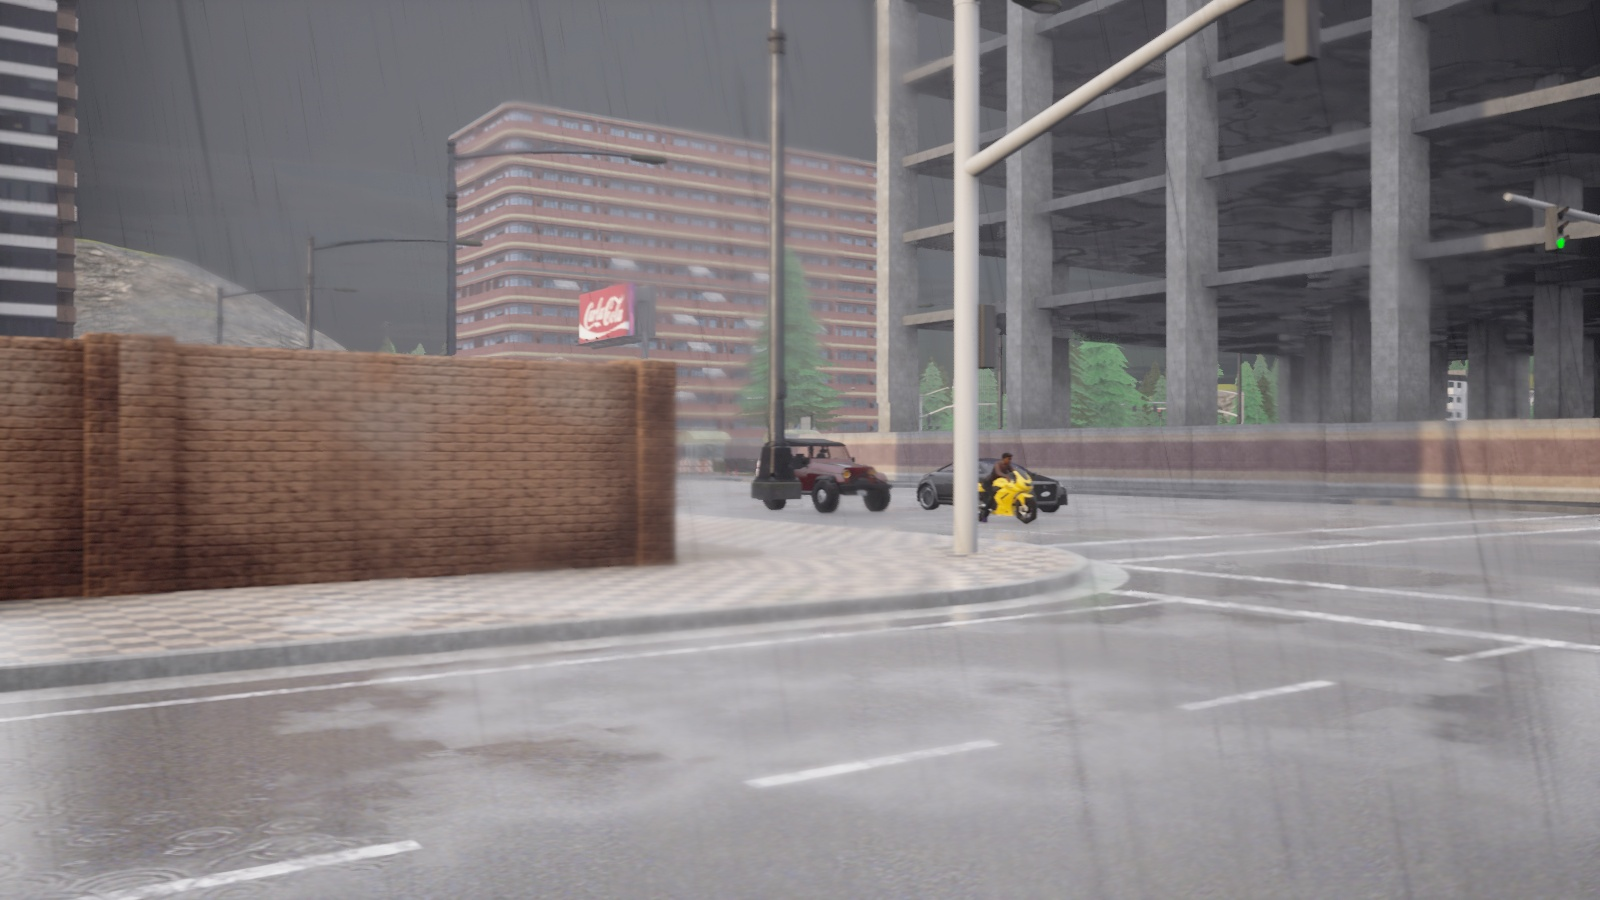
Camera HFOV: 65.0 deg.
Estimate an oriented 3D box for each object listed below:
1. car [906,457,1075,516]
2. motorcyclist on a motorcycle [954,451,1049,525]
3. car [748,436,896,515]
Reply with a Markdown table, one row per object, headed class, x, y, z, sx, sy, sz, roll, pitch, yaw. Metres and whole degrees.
| class | x | y | z | sx | sy | sz | roll | pitch | yaw |
| --- | --- | --- | --- | --- | --- | --- | --- | --- | --- |
| car | 4.805 | 0.878 | 32.202 | 1.994 | 1.385 | 4.181 | 0 | 0 | -34 |
| motorcyclist on a motorcycle | 4.277 | 0.784 | 26.778 | 0.797 | 1.523 | 2.044 | 0 | 0 | -35 |
| car | 0.507 | 0.619 | 32.287 | 1.905 | 1.878 | 3.866 | 0 | 0 | -34 |
